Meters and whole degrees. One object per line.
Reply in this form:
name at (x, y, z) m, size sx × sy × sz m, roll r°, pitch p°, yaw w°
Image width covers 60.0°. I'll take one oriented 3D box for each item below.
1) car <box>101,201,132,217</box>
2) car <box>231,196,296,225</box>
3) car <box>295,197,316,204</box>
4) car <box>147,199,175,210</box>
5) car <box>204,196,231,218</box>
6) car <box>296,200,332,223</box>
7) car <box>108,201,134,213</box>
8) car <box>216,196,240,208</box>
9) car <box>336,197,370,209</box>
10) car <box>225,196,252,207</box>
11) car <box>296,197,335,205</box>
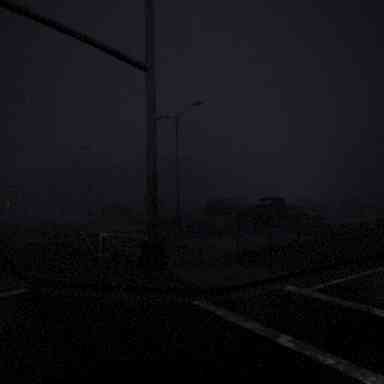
car at (-8.353, 1.877, 36.119) m, size 2.007 × 1.523 × 4.514 m, roll -1°, pitch -1°, yaw -36°
car at (5.032, 1.303, 23.727) m, size 1.905 × 1.878 × 3.866 m, roll -1°, pitch -1°, yaw -36°
car at (23.234, 1.741, 68.195) m, size 1.845 × 1.501 × 3.633 m, roll -1°, pitch -1°, yaw -36°
car at (-4.463, 1.786, 47.987) m, size 2.152 × 1.636 × 5.027 m, roll -1°, pitch -1°, yaw -36°
car at (3.117, 1.440, 32.035) m, size 1.932 × 1.855 × 4.605 m, roll -1°, pitch -1°, yaw -36°
car at (8.094, 1.550, 25.166) m, size 1.970 × 1.475 × 3.806 m, roll -1°, pitch -1°, yaw -36°
car at (-9.487, 1.910, 43.982) m, size 1.970 × 1.475 × 3.806 m, roll -1°, pitch -1°, yaw -36°
car at (5.931, 1.609, 55.447) m, size 1.905 × 1.878 × 3.866 m, roll -1°, pitch -1°, yaw -36°
car at (21.799, 1.471, 44.508) m, size 1.845 × 1.501 × 3.633 m, roll -1°, pitch -1°, yaw -36°
car at (8.051, 1.614, 57.475) m, size 1.932 × 1.855 × 4.605 m, roll -1°, pitch -1°, yaw -36°
car at (13.656, 1.529, 38.717) m, size 2.007 × 1.523 × 4.514 m, roll -1°, pitch -1°, yaw -36°
